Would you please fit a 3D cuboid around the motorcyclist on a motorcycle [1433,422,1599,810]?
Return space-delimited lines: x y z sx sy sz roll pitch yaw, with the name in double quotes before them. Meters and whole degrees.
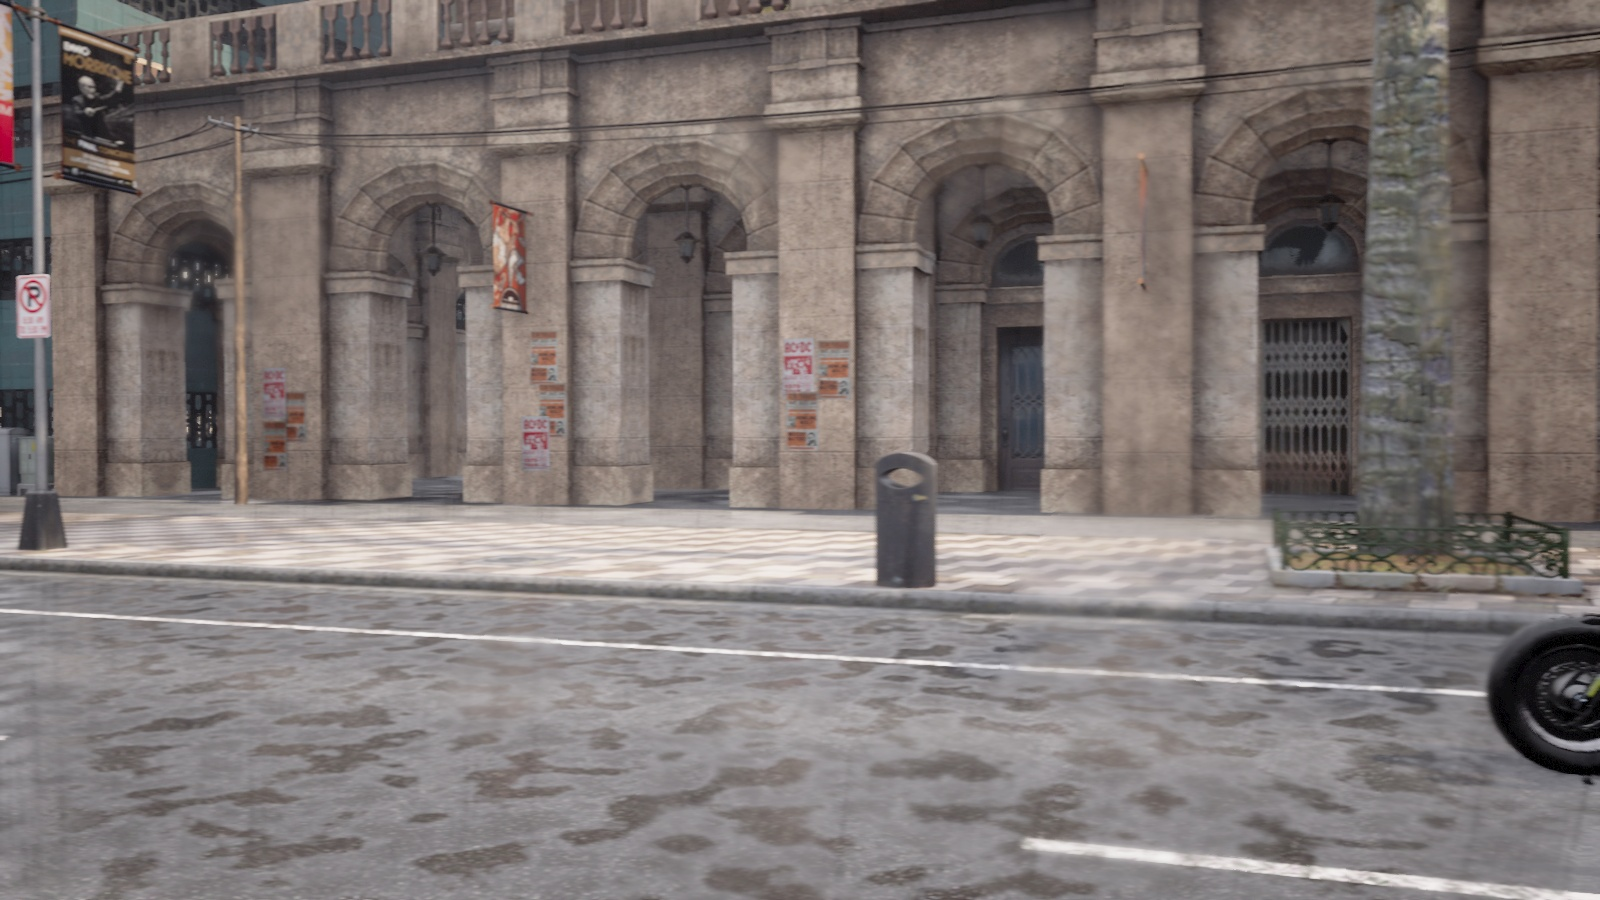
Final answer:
"motorcyclist on a motorcycle" 4.140 0.704 5.492 2.350 1.649 0.766 0 1 19
